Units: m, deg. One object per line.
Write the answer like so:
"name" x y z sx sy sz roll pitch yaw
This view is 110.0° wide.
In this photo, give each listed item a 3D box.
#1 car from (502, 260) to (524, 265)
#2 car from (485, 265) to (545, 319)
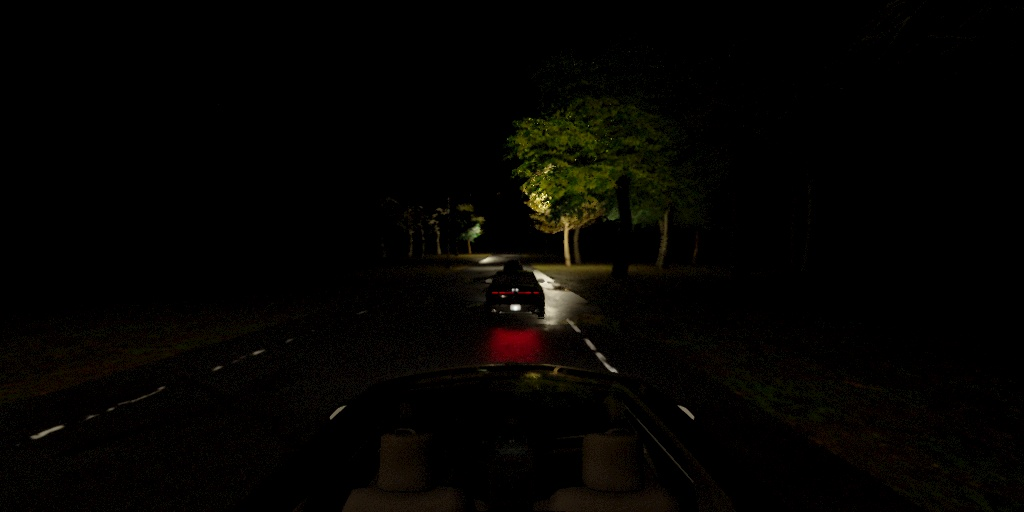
"car" 0.118 1.173 35.020 1.837 1.490 4.892 0 0 0
"car" 0.106 1.236 12.766 1.837 1.490 4.892 0 0 0
